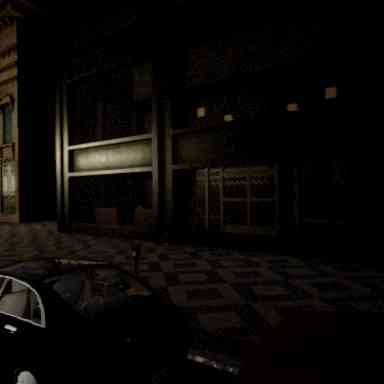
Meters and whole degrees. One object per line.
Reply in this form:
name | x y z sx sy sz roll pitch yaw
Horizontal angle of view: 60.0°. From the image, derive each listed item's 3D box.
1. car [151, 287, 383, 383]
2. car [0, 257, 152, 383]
car | 2.471 1.282 1.230 5.009 1.841 2.192 -1 0 36
car | -2.076 1.588 4.523 4.403 1.369 2.008 -1 0 36
